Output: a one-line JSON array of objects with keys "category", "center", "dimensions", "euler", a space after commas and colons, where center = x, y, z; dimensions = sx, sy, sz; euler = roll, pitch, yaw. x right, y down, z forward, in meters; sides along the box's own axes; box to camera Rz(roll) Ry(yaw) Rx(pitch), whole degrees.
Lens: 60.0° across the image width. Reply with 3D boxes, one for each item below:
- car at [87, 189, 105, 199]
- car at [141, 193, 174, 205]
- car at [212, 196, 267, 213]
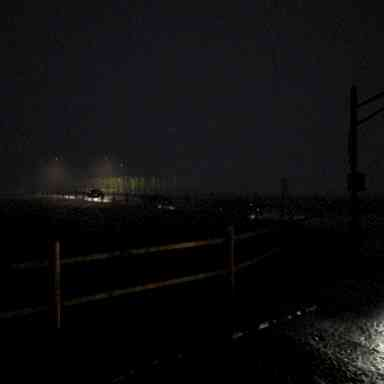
[{"category": "car", "center": [-15.990, 0.307, 55.307], "dimensions": [1.837, 1.490, 4.892], "euler": [-1, 1, -35]}, {"category": "car", "center": [-4.041, 0.755, 38.300], "dimensions": [1.895, 1.301, 4.718], "euler": [-1, 1, -35]}, {"category": "car", "center": [3.803, 1.001, 27.244], "dimensions": [1.895, 1.301, 4.718], "euler": [-1, 1, -35]}]
